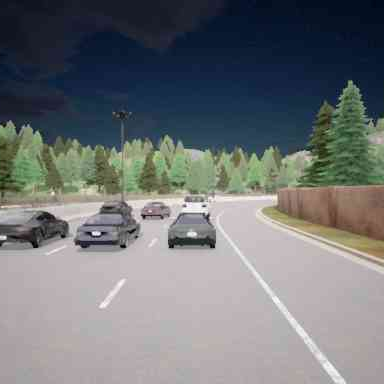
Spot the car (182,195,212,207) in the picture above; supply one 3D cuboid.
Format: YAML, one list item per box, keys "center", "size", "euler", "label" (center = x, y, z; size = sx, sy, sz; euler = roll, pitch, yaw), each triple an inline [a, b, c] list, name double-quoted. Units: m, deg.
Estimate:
- center: [0.424, 1.258, 28.473]
  size: [2.150, 2.045, 5.566]
  euler: [0, 0, 6]
  label: "car"

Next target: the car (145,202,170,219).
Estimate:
- center: [-3.063, 1.563, 28.784]
  size: [2.033, 1.411, 5.357]
  euler: [0, 0, 6]
  label: "car"

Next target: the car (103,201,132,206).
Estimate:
- center: [-6.546, 1.517, 29.124]
  size: [1.837, 1.490, 4.892]
  euler: [0, 0, 6]
  label: "car"

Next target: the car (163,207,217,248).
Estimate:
- center: [0.000, 1.573, 14.650]
  size: [1.994, 1.385, 4.181]
  euler: [0, 0, 0]
  label: "car"

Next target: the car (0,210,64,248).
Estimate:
- center: [-7.000, 1.533, 14.650]
  size: [1.812, 1.442, 4.674]
  euler: [0, 0, 0]
  label: "car"

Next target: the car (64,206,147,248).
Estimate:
- center: [-3.500, 1.563, 14.650]
  size: [2.033, 1.411, 5.357]
  euler: [0, 0, 0]
  label: "car"
